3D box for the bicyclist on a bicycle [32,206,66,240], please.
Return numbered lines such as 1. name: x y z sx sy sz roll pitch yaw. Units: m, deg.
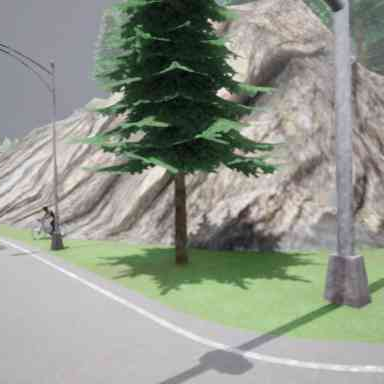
1. bicyclist on a bicycle: -6.967 1.500 16.246 1.656 1.620 0.582 -2 1 -42
